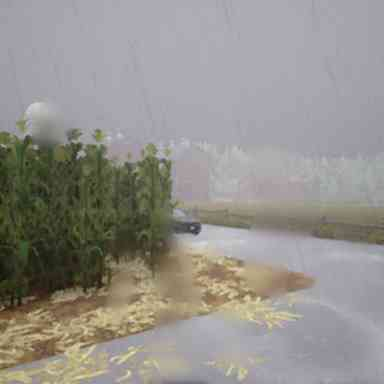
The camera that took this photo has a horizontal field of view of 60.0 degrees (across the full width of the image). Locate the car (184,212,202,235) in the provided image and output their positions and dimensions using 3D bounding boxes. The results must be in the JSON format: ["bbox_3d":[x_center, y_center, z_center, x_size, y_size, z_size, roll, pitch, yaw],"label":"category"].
[{"bbox_3d":[-1.412,1.584,18.888,1.882,1.535,5.008,0,-1,-35],"label":"car"}]
